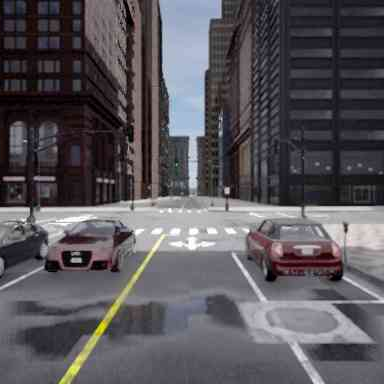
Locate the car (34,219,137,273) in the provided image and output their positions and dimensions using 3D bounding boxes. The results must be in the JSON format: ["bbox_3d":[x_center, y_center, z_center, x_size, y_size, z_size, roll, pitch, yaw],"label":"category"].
[{"bbox_3d":[-3.003,1.589,10.634,1.994,1.385,4.181,0,0,0],"label":"car"}]

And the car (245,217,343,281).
[{"bbox_3d":[2.756,1.455,9.887,1.967,1.590,4.097,0,0,0],"label":"car"}]

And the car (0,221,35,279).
[{"bbox_3d":[-5.769,1.578,9.885,2.008,1.369,4.403,0,0,0],"label":"car"}]
